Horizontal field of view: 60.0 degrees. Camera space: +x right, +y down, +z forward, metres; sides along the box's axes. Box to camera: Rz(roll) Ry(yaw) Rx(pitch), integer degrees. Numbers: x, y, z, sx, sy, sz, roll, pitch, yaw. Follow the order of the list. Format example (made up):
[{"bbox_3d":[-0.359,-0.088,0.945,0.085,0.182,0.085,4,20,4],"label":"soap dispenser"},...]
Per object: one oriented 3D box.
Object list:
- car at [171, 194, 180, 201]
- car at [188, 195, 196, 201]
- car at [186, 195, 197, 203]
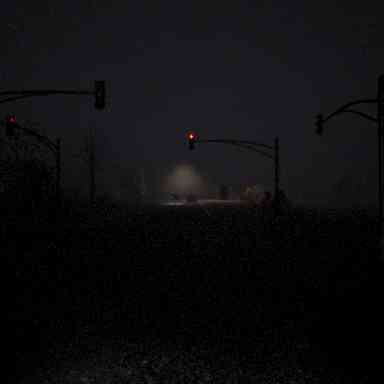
[{"bbox_3d":[-3.568,1.177,72.230,1.837,1.490,4.892,0,0,0],"label":"car"},{"bbox_3d":[-0.073,1.406,78.063,1.837,1.490,4.892,0,0,0],"label":"car"},{"bbox_3d":[-0.064,1.407,68.028,2.097,1.767,4.553,0,0,0],"label":"car"}]
